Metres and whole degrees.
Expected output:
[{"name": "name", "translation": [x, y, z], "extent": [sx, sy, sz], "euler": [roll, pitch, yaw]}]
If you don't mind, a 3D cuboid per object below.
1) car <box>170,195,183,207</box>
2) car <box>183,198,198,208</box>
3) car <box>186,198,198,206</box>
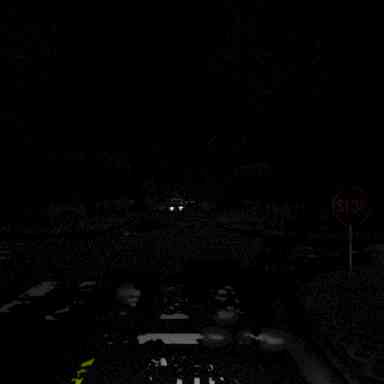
[{"name": "car", "translation": [-2.748, 1.609, 60.970], "extent": [2.150, 2.045, 5.566], "euler": [0, -1, 0]}, {"name": "car", "translation": [0.003, 1.816, 55.580], "extent": [2.128, 1.511, 4.902], "euler": [0, -1, 0]}, {"name": "car", "translation": [0.003, 1.942, 66.000], "extent": [2.128, 1.511, 4.902], "euler": [0, -1, 0]}]
